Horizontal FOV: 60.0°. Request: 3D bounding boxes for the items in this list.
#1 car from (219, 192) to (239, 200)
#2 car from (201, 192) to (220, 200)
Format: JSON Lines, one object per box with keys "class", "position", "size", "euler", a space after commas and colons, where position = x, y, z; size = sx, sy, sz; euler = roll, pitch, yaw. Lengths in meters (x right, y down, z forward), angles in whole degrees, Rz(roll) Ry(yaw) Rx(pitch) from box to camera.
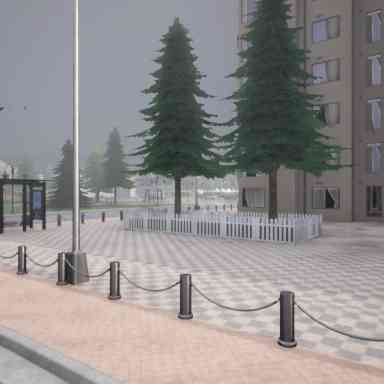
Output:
{"class": "car", "position": [9.602, 1.374, 84.687], "size": [3.633, 1.501, 1.845], "euler": [0, 0, 35]}
{"class": "car", "position": [5.241, 1.384, 91.390], "size": [3.806, 1.475, 1.970], "euler": [0, 0, 35]}
